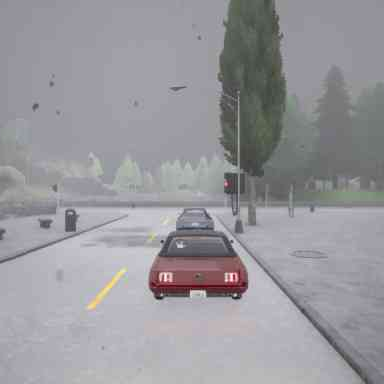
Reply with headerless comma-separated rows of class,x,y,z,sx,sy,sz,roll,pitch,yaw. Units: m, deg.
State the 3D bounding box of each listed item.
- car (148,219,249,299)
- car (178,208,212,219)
car,0.125,1.601,8.373,1.895,1.301,4.718,0,0,0
car,0.157,1.564,18.413,1.994,1.385,4.181,0,0,0
